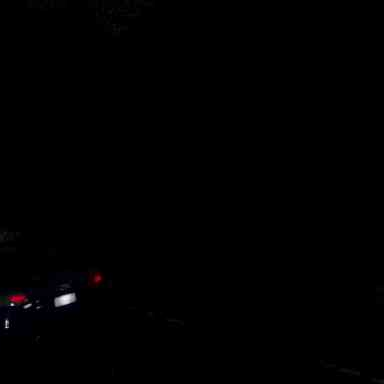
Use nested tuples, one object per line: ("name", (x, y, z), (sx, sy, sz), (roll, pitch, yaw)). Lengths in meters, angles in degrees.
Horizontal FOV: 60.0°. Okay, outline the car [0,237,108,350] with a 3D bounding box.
("car", (-3.487, 1.539, 6.046), (4.181, 1.385, 1.994), (0, 0, 35))
